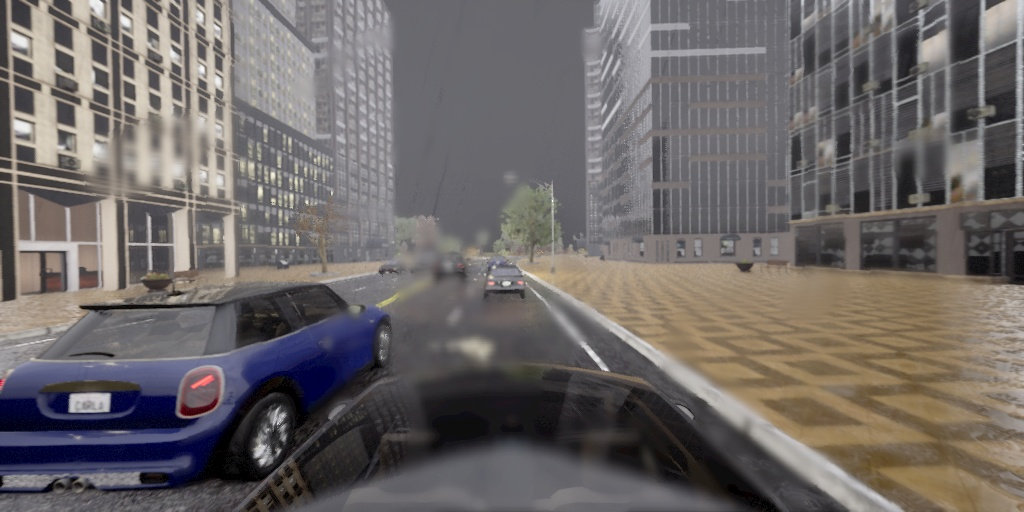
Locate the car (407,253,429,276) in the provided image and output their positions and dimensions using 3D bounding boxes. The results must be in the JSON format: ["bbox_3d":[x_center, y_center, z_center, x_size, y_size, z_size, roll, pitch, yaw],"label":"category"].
[{"bbox_3d":[-7.999,0.705,34.216,2.150,2.045,5.566,-1,1,-3],"label":"car"}]

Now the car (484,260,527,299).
[{"bbox_3d":[-0.357,1.121,16.898,2.033,1.411,5.357,-1,1,-3],"label":"car"}]

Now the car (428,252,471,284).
[{"bbox_3d":[-4.055,0.757,24.771,2.150,2.045,5.566,-1,1,-4],"label":"car"}]

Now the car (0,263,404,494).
[{"bbox_3d":[-3.234,1.111,4.849,2.097,1.767,4.553,-1,1,-1],"label":"car"}]

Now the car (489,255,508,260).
[{"bbox_3d":[-1.535,0.673,40.036,2.097,1.767,4.553,-1,1,-2],"label":"car"}]

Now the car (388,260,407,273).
[{"bbox_3d":[-11.289,1.073,34.723,2.033,1.411,5.357,-1,1,-3],"label":"car"}]
